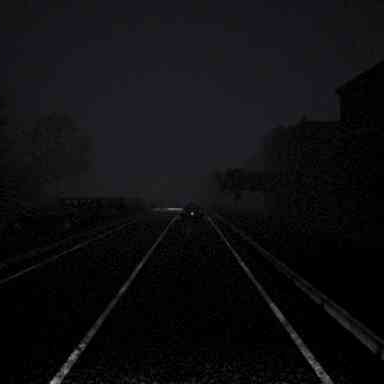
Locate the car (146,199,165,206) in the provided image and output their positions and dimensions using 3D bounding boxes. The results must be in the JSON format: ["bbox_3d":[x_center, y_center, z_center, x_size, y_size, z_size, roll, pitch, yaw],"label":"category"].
[{"bbox_3d":[-8.951,2.531,82.319,4.553,1.767,2.185,0,-1,0],"label":"car"}]

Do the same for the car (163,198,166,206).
[{"bbox_3d":[-8.878,2.522,73.908,4.792,1.488,2.163,0,-1,0],"label":"car"}]

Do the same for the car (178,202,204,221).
[{"bbox_3d":[0.033,1.816,29.646,1.994,1.385,4.181,0,-1,1],"label":"car"}]

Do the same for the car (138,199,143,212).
[{"bbox_3d":[-8.851,1.889,40.278,4.892,1.521,2.231,0,-1,0],"label":"car"}]

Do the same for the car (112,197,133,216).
[{"bbox_3d":[-8.879,1.503,31.874,5.566,2.045,2.435,0,-1,0],"label":"car"}]

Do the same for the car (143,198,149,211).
[{"bbox_3d":[-8.859,1.979,45.884,5.008,1.535,2.097,0,-1,0],"label":"car"}]

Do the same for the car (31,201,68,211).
[{"bbox_3d":[-21.981,2.098,51.317,4.792,1.488,2.163,0,-1,0],"label":"car"}]

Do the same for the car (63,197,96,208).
[{"bbox_3d":[-21.945,2.069,65.120,5.566,2.045,2.435,0,-1,0],"label":"car"}]

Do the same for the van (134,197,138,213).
[{"bbox_3d":[-8.738,1.617,37.478,4.442,1.987,1.878,0,-1,0],"label":"van"}]

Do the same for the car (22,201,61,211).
[{"bbox_3d":[-21.918,2.053,48.533,4.792,1.488,2.163,0,-1,0],"label":"car"}]

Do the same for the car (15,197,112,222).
[{"bbox_3d":[-8.879,1.390,23.465,5.566,2.045,2.435,0,-1,0],"label":"car"}]

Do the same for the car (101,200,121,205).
[{"bbox_3d":[-22.018,2.815,90.334,4.892,1.521,2.231,0,-1,0],"label":"car"}]

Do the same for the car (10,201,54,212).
[{"bbox_3d":[-21.938,1.977,45.748,5.008,1.535,2.097,0,-1,0],"label":"car"}]

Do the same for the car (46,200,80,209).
[{"bbox_3d":[-21.955,2.166,56.887,5.008,1.535,2.097,0,-1,0],"label":"car"}]

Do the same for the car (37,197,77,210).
[{"bbox_3d":[-21.928,1.864,54.105,5.566,2.045,2.435,0,-1,0],"label":"car"}]

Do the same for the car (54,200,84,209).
[{"bbox_3d":[-21.962,2.254,59.546,4.674,1.452,2.002,0,-1,0],"label":"car"}]

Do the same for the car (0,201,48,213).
[{"bbox_3d":[-21.754,1.929,42.963,5.366,1.575,1.946,0,-1,0],"label":"car"}]

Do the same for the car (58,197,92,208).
[{"bbox_3d":[-21.940,2.017,62.459,5.566,2.045,2.435,0,-1,0],"label":"car"}]

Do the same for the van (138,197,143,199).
[{"bbox_3d":[-8.976,1.708,43.084,4.442,1.987,1.878,0,-1,0],"label":"van"}]

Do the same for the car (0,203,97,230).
[{"bbox_3d":[-8.846,1.612,20.661,4.892,1.521,2.231,0,-1,0],"label":"car"}]

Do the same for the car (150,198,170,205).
[{"bbox_3d":[-8.909,2.625,93.533,5.566,2.045,2.435,0,-1,0],"label":"car"}]

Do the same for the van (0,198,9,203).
[{"bbox_3d":[-22.047,1.569,34.610,4.442,1.987,1.878,0,-1,0],"label":"van"}]

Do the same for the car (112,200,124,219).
[{"bbox_3d":[-8.856,1.713,29.066,4.892,1.521,2.231,0,-1,0],"label":"car"}]

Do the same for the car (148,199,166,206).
[{"bbox_3d":[-8.893,2.586,85.122,4.553,1.767,2.185,0,-1,0],"label":"car"}]

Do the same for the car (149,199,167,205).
[{"bbox_3d":[-8.897,2.641,87.925,4.553,1.767,2.185,0,-1,0],"label":"car"}]

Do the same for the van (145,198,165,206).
[{"bbox_3d":[-8.799,2.376,79.519,4.442,1.987,1.878,0,-1,0],"label":"van"}]

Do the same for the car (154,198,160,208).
[{"bbox_3d":[-8.880,2.219,59.898,5.008,1.535,2.097,0,-1,0],"label":"car"}]

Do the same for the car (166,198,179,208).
[{"bbox_3d":[-3.284,2.332,64.367,2.128,1.511,4.902,0,-1,1],"label":"car"}]

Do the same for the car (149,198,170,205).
[{"bbox_3d":[-8.904,2.570,90.730,5.566,2.045,2.435,0,-1,0],"label":"car"}]

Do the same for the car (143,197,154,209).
[{"bbox_3d":[-8.897,1.774,48.691,5.566,2.045,2.435,0,-1,0],"label":"car"}]
